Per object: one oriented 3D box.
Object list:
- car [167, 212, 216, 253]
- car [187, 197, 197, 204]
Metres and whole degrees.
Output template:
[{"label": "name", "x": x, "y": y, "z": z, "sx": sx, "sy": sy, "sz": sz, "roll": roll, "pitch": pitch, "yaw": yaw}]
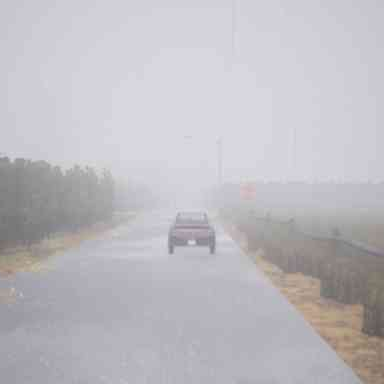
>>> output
[{"label": "car", "x": -0.002, "y": 1.611, "z": 14.294, "sx": 2.128, "sy": 1.511, "sz": 4.902, "roll": 0, "pitch": 0, "yaw": 0}, {"label": "car", "x": -0.025, "y": 1.909, "z": 76.199, "sx": 2.097, "sy": 1.767, "sz": 4.553, "roll": 0, "pitch": -1, "yaw": 0}]
